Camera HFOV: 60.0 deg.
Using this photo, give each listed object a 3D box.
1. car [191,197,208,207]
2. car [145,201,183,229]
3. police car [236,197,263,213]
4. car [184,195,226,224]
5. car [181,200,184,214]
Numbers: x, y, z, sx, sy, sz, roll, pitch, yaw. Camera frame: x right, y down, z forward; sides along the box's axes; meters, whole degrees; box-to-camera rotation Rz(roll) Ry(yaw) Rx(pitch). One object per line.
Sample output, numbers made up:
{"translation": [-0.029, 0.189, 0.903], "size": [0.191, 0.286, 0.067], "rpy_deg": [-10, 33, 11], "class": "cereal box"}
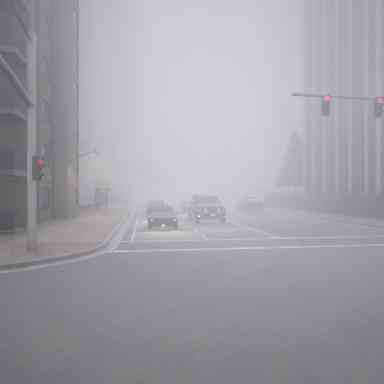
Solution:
{"translation": [1.097, 1.564, 51.038], "size": [1.994, 1.385, 4.181], "rpy_deg": [0, 0, -8], "class": "car"}
{"translation": [-2.022, 1.547, 21.870], "size": [2.033, 1.411, 5.357], "rpy_deg": [0, 0, -8], "class": "car"}
{"translation": [6.434, 1.425, 37.878], "size": [1.930, 1.638, 5.238], "rpy_deg": [0, 0, -8], "class": "police car"}
{"translation": [1.023, 1.221, 25.369], "size": [2.150, 2.045, 5.566], "rpy_deg": [0, 0, -8], "class": "car"}
{"translation": [-0.438, 1.547, 35.909], "size": [2.033, 1.411, 5.357], "rpy_deg": [0, 0, -8], "class": "car"}
